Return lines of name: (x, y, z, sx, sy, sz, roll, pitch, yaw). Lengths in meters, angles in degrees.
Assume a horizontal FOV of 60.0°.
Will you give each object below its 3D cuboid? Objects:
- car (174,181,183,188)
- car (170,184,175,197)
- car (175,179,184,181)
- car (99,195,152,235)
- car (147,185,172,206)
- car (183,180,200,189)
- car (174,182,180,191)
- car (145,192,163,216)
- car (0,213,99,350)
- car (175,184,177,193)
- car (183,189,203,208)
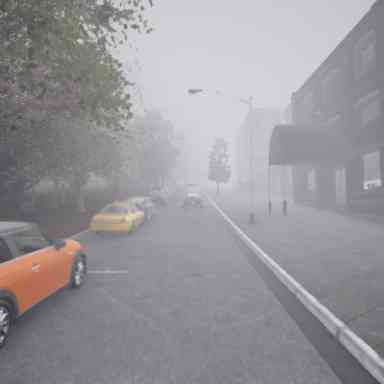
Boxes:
car: (-3.684, -0.940, 67.588, 2.163, 1.488, 4.792, 0, 3, 2)
car: (-3.674, 0.205, 39.695, 2.185, 1.767, 4.553, 0, 3, 2)
car: (-3.693, -1.763, 84.246, 2.097, 1.535, 5.008, 0, 3, 2)
car: (-3.639, 1.216, 17.270, 1.946, 1.575, 5.366, 1, 2, 2)
car: (-3.671, 0.460, 34.129, 2.185, 1.767, 4.553, 0, 3, 2)
car: (0.076, -0.428, 50.518, 2.150, 2.045, 5.566, 0, 3, 0)
car: (-3.673, -0.457, 56.612, 1.946, 1.575, 5.366, 0, 3, 2)
car: (-3.645, 1.055, 23.007, 2.231, 1.521, 4.892, 1, 2, 2)
car: (-3.631, 1.315, 6.249, 2.185, 1.767, 4.553, 2, 1, 2)
car: (-3.675, 0.074, 45.291, 2.231, 1.521, 4.892, 0, 3, 2)
car: (0.085, 0.726, 32.071, 1.812, 1.442, 4.674, 0, 3, 0)
